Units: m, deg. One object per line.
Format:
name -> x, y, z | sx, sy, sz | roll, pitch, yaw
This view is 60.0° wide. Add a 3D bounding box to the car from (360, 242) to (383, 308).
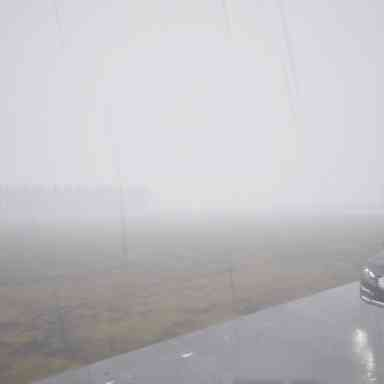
car -> 5.315, 1.420, 6.739 | 4.902, 1.511, 2.128 | -1, 0, -35
